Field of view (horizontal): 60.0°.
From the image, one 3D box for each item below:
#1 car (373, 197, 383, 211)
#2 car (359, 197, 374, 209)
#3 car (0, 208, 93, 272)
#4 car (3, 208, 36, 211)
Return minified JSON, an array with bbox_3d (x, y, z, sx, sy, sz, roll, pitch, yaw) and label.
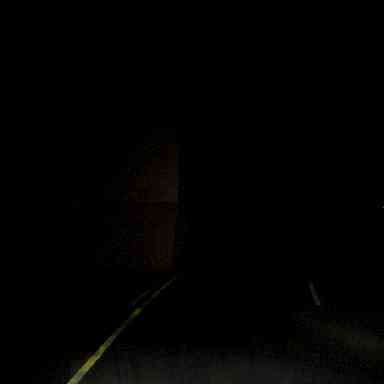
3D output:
[{"bbox_3d":[24.991,1.537,40.351,4.902,1.511,2.128,0,0,-22],"label":"car"},{"bbox_3d":[21.833,1.389,42.793,4.553,1.767,2.097,0,0,-23],"label":"car"},{"bbox_3d":[-5.209,1.475,10.915,2.128,1.511,4.902,0,0,17],"label":"car"},{"bbox_3d":[-7.664,1.481,14.571,1.837,1.490,4.892,0,0,21],"label":"car"}]
